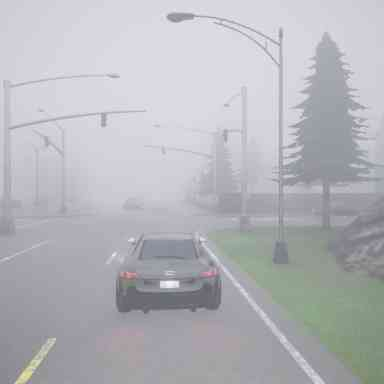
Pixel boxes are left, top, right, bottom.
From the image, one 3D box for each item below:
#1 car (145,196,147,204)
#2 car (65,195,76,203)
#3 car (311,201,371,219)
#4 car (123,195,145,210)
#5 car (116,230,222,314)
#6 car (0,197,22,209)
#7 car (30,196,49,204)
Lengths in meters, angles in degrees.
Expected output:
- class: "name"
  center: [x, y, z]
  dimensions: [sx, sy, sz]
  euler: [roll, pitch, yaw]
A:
- class: "car"
  center: [-8.601, 1.564, 52.974]
  dimensions: [1.994, 1.385, 4.181]
  euler: [0, 0, -5]
- class: "car"
  center: [-23.631, 1.374, 64.362]
  dimensions: [1.845, 1.501, 3.633]
  euler: [0, 0, -5]
- class: "car"
  center: [12.682, 1.491, 28.391]
  dimensions: [4.902, 1.511, 2.128]
  euler: [0, 0, -7]
- class: "car"
  center: [-7.660, 1.352, 43.125]
  dimensions: [2.097, 1.767, 4.553]
  euler: [0, 0, -5]
- class: "car"
  center: [-0.567, 1.564, 7.743]
  dimensions: [1.994, 1.385, 4.181]
  euler: [0, 0, -5]
- class: "car"
  center: [-21.376, 1.339, 38.426]
  dimensions: [2.007, 1.523, 4.514]
  euler: [0, 0, -5]
- class: "car"
  center: [-25.960, 1.384, 56.712]
  dimensions: [1.970, 1.475, 3.806]
  euler: [0, 0, -5]
